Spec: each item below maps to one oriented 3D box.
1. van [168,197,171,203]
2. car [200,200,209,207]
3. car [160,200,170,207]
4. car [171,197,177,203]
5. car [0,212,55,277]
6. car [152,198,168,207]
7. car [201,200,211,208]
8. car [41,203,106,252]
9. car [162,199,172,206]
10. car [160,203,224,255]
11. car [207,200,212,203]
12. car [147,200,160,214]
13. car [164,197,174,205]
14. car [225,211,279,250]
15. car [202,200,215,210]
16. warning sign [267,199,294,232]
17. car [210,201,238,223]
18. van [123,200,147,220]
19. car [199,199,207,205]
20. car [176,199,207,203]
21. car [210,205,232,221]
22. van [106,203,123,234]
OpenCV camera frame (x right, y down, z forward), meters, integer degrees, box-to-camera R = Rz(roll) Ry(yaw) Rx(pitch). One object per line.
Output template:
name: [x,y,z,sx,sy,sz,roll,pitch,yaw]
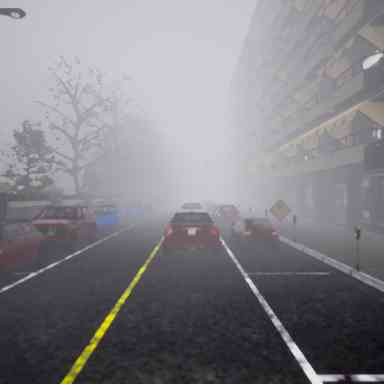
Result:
van: [-5.690,2.085,65.469,1.690,1.788,3.998,0,-1,0]
car: [2.690,2.395,71.097,1.802,1.307,4.206,0,-1,0]
car: [-5.690,2.395,71.096,1.802,1.307,4.206,0,-1,0]
car: [-2.999,2.311,71.060,1.837,1.490,4.892,0,-1,0]
car: [-5.689,1.539,9.168,1.967,1.590,4.097,0,-1,0]
car: [-5.690,1.924,54.210,2.192,1.841,5.009,0,-1,0]
car: [2.690,2.271,65.638,1.752,1.417,4.829,0,-1,0]
car: [-5.690,1.477,14.800,2.192,1.841,5.009,0,-1,0]
car: [-5.691,2.427,76.727,1.887,1.381,4.507,0,-1,0]
car: [0.000,1.504,14.072,2.097,1.767,4.553,0,-1,0]
car: [2.690,2.044,42.948,1.947,1.339,4.313,0,-1,0]
car: [-5.690,2.044,42.948,1.947,1.339,4.313,0,-1,0]
car: [-5.690,2.267,82.362,2.192,1.841,5.009,0,-1,0]
car: [2.690,1.744,14.797,1.802,1.307,4.206,0,-1,0]
car: [2.690,2.049,54.209,1.967,1.590,4.097,0,-1,0]
warning sign: [5.068,1.326,19.126,1.300,1.860,1.060,0,-1,0]
car: [2.690,1.728,26.059,1.967,1.590,4.097,0,-1,0]
van: [-5.690,1.692,31.691,1.690,1.788,3.998,0,-1,0]
car: [2.690,2.518,82.359,1.947,1.339,4.313,0,-1,0]
car: [0.002,1.672,29.072,2.097,1.767,4.553,0,-1,0]
car: [2.690,1.933,31.688,1.802,1.307,4.206,0,-1,0]
van: [-5.690,1.566,20.430,1.690,1.788,3.998,0,-1,0]
